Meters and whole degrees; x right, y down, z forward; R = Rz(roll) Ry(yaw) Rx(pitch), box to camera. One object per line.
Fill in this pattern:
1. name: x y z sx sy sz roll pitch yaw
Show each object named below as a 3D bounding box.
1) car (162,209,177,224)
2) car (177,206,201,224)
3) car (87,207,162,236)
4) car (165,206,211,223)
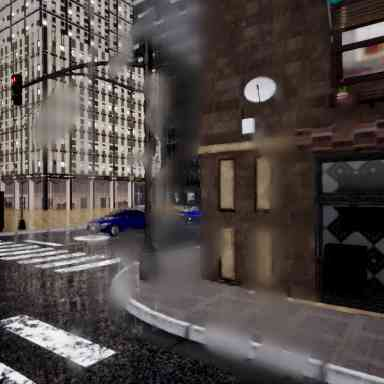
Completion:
1. car: -3.526 1.894 25.924 2.008 1.369 4.403 -2 -2 35
2. car: 1.247 1.863 27.965 1.882 1.535 5.008 -1 -1 35
3. car: -4.172 1.773 20.248 1.812 1.442 4.674 -1 -1 33
4. car: -0.324 1.975 30.481 2.008 1.369 4.403 -2 -2 35
